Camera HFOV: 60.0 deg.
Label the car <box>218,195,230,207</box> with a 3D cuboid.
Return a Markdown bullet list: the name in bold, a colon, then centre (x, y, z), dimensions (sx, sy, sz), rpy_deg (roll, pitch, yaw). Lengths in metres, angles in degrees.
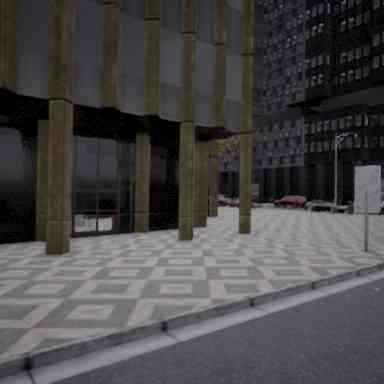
- **car**: centre (4.148, 1.283, 47.720), dimensions (2.192, 1.841, 5.009), rpy_deg (1, -1, -35)

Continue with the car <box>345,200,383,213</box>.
- **car**: centre (20.664, 1.665, 39.172), dimensions (2.008, 1.369, 4.403), rpy_deg (1, -1, -35)

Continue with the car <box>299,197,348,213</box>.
- **car**: centre (13.719, 1.507, 34.231), dimensions (1.947, 1.339, 4.313), rpy_deg (1, -1, -35)

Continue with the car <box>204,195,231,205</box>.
- **car**: centre (4.711, 1.476, 61.649), dimensions (2.192, 1.841, 5.009), rpy_deg (1, -1, -35)

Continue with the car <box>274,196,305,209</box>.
- **car**: centre (14.285, 1.447, 48.164), dimensions (2.192, 1.841, 5.009), rpy_deg (1, -1, -35)

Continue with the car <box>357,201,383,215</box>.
- **car**: centre (16.911, 1.483, 29.735), dimensions (2.008, 1.369, 4.403), rpy_deg (1, -1, -35)

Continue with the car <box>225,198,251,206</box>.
- **car**: centre (7.899, 1.716, 57.151), dimensions (1.947, 1.339, 4.313), rpy_deg (1, -1, -35)

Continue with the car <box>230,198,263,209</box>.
- **car**: centre (7.336, 1.541, 43.221), dimensions (1.802, 1.307, 4.206), rpy_deg (1, -1, -35)
